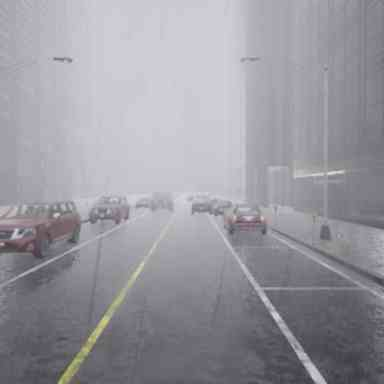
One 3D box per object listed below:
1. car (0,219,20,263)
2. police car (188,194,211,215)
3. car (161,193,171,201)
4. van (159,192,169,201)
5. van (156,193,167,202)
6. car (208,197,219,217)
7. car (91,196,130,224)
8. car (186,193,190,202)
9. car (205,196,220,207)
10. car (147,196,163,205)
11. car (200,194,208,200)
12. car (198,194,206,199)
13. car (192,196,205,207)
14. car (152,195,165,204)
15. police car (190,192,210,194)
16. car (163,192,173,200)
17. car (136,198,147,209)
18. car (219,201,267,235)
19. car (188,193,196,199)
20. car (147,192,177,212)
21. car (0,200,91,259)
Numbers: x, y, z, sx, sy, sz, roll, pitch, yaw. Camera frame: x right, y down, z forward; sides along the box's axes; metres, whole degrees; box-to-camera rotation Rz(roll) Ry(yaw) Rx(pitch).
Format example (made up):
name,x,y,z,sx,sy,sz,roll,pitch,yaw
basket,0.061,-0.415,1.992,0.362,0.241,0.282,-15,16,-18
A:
name,x,y,z,sx,sy,sz,roll,pitch,yaw
car,-5.763,1.514,6.874,2.008,1.369,4.403,0,0,0
police car,0.854,1.264,31.925,1.930,1.638,5.238,0,0,-1
car,-5.741,1.066,74.562,1.967,1.590,4.097,0,0,0
van,-5.743,0.995,68.920,1.690,1.788,3.998,0,0,0
van,-5.745,1.023,63.280,1.690,1.788,3.998,0,0,0
car,2.769,1.417,29.439,1.947,1.339,4.313,0,0,0
car,-5.759,1.193,23.795,2.192,1.841,5.009,0,0,0
car,0.022,1.178,64.951,1.837,1.490,4.892,0,0,0
car,2.775,1.311,46.361,1.887,1.381,4.507,0,0,0
car,-5.748,1.289,52.000,2.008,1.369,4.403,0,0,0
car,2.786,1.180,80.205,1.802,1.307,4.206,0,0,0
car,2.790,1.107,91.486,1.947,1.339,4.313,0,0,0
car,0.916,1.285,47.824,1.812,1.442,4.674,0,0,0
car,-5.747,1.236,57.470,1.752,1.417,4.829,0,0,0
police car,0.914,1.214,41.934,1.930,1.638,5.238,0,0,0
car,-5.740,0.912,80.202,2.192,1.841,5.009,0,0,0
car,-5.752,1.360,40.718,1.947,1.339,4.313,0,0,0
car,2.765,1.347,18.157,1.967,1.590,4.097,0,0,0
car,0.028,0.960,80.989,1.837,1.490,4.892,0,0,0
car,-3.085,1.045,35.434,2.150,2.045,5.566,0,0,0
car,-5.762,1.250,12.513,2.192,1.841,5.009,0,0,0
